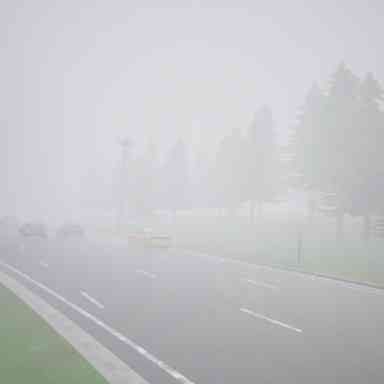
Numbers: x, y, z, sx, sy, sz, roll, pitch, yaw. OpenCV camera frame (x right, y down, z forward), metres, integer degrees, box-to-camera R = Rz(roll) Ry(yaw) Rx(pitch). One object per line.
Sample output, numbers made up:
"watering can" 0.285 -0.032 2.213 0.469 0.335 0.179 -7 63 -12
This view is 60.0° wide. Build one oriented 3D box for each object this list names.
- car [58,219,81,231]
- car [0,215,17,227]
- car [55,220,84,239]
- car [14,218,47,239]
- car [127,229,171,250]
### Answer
"car" -17.305 4.645 46.801 1.812 1.442 4.674 7 -6 -34
"car" -25.689 3.984 46.779 2.097 1.767 4.553 7 -5 -33
"car" -12.130 3.742 32.897 2.128 1.511 4.902 7 -6 -34
"car" -14.262 3.409 29.731 2.033 1.411 5.357 6 -6 -33
"car" -3.522 3.680 26.365 1.882 1.535 5.008 7 -6 -34
